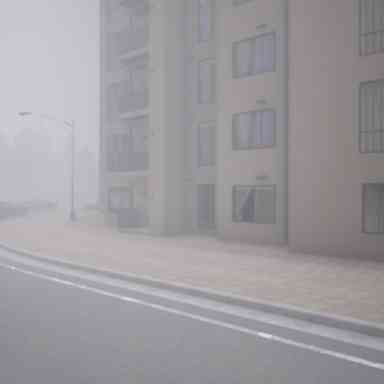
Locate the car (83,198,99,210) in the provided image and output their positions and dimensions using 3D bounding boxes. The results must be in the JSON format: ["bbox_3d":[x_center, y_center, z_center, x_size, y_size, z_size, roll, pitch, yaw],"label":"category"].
[{"bbox_3d":[-11.903,1.498,43.164,1.812,1.442,4.674,0,0,32],"label":"car"}]

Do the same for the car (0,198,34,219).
[{"bbox_3d":[-16.243,1.525,28.838,2.033,1.411,5.357,0,0,1],"label":"car"}]

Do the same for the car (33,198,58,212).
[{"bbox_3d":[-17.808,1.463,38.712,2.128,1.511,4.902,0,0,18],"label":"car"}]
